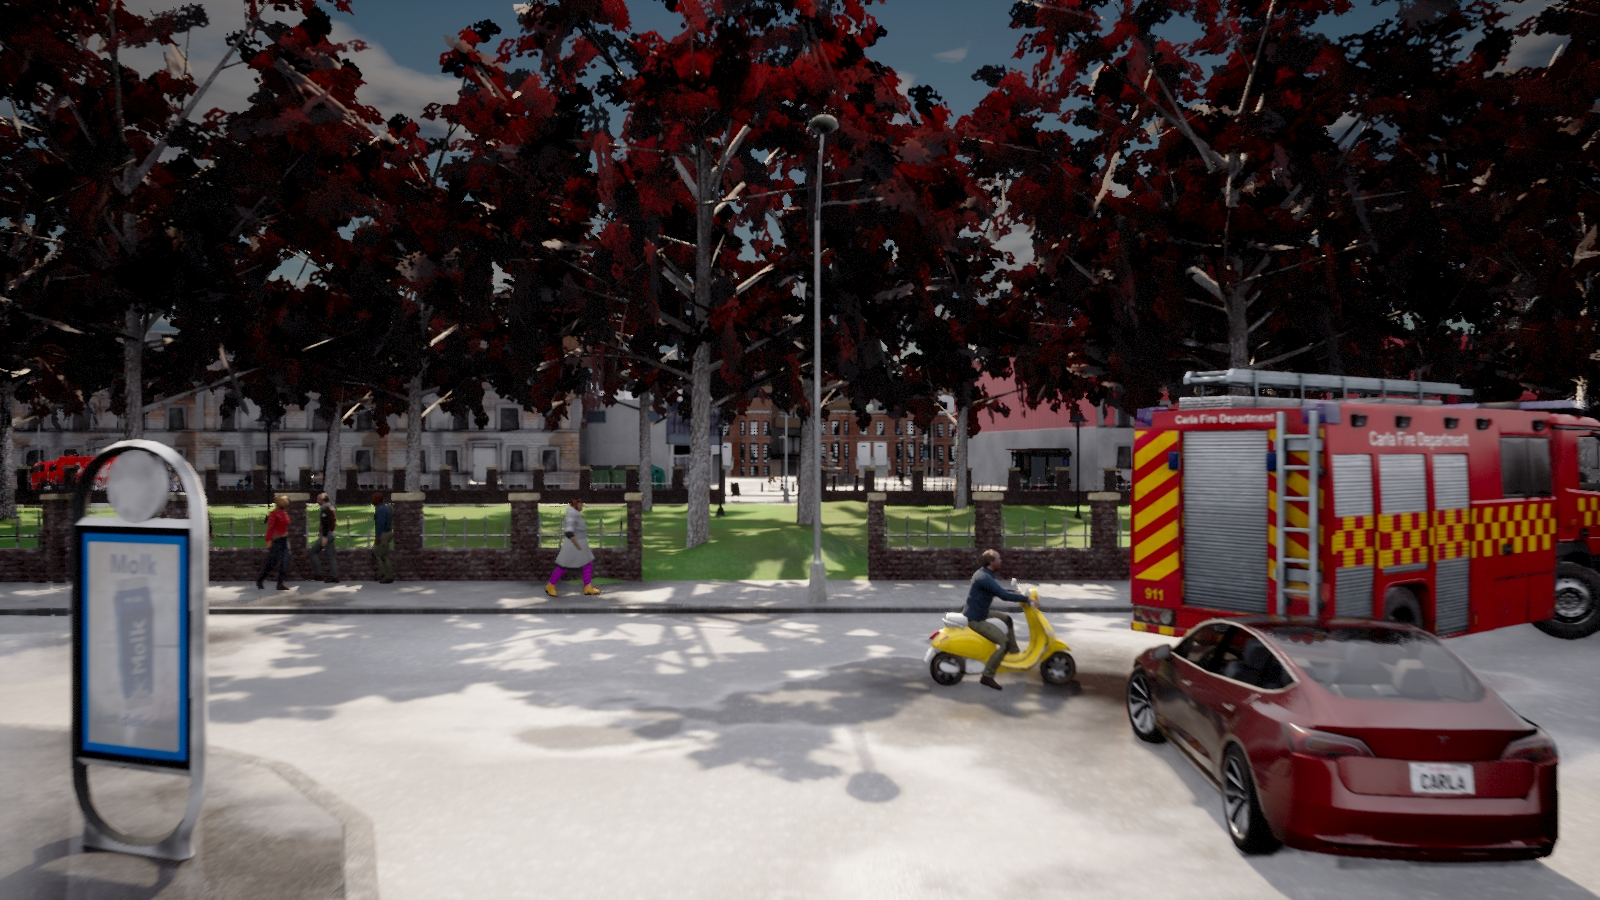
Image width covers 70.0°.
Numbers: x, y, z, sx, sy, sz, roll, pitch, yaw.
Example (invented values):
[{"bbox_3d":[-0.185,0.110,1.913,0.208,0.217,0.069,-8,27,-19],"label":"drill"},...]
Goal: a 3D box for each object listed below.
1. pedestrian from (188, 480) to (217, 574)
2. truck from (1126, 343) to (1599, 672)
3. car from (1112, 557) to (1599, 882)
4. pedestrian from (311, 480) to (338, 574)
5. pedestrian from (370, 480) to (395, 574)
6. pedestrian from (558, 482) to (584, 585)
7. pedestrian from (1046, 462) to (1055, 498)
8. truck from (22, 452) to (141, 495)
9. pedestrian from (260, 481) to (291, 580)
[{"bbox_3d":[-11.872,1.524,22.710,0.375,1.860,0.375,0,0,-1],"label":"pedestrian"},{"bbox_3d":[8.760,0.669,16.895,8.468,3.827,2.891,0,0,-35],"label":"truck"},{"bbox_3d":[4.111,1.842,9.287,2.163,1.488,4.792,0,0,4],"label":"car"},{"bbox_3d":[-9.460,1.522,22.738,0.375,1.860,0.375,0,0,0],"label":"pedestrian"},{"bbox_3d":[-8.320,1.524,22.769,0.375,1.860,0.375,0,0,-1],"label":"pedestrian"},{"bbox_3d":[-4.208,1.522,21.007,0.375,1.860,0.375,0,0,4],"label":"pedestrian"},{"bbox_3d":[12.757,1.522,58.216,0.375,1.860,0.375,0,0,-1],"label":"pedestrian"},{"bbox_3d":[-41.544,1.345,66.184,5.204,2.467,2.627,0,0,-1],"label":"truck"},{"bbox_3d":[-9.972,1.522,21.734,0.375,1.860,0.375,0,0,12],"label":"pedestrian"}]
